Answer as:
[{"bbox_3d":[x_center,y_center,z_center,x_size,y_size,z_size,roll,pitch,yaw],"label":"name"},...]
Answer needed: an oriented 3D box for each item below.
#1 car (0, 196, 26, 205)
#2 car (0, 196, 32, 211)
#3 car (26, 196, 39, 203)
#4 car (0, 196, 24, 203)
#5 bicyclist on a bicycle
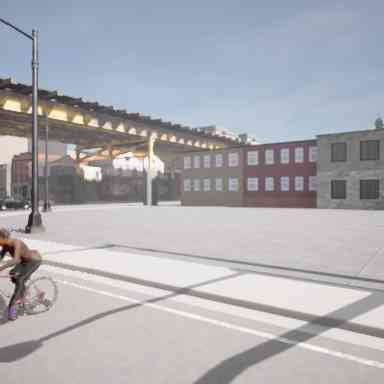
[{"bbox_3d":[-31.847,1.445,57.860,4.974,1.542,2.038,0,0,6],"label":"car"},{"bbox_3d":[-21.707,1.486,39.867,2.128,1.511,4.902,0,0,24],"label":"car"},{"bbox_3d":[-28.348,1.288,59.145,1.853,1.218,4.536,0,0,-24],"label":"car"},{"bbox_3d":[-31.899,1.288,57.865,4.536,1.218,1.853,0,0,6],"label":"car"},{"bbox_3d":[-3.062,1.448,5.702,0.582,1.620,1.656,0,2,35],"label":"bicyclist on a bicycle"}]
